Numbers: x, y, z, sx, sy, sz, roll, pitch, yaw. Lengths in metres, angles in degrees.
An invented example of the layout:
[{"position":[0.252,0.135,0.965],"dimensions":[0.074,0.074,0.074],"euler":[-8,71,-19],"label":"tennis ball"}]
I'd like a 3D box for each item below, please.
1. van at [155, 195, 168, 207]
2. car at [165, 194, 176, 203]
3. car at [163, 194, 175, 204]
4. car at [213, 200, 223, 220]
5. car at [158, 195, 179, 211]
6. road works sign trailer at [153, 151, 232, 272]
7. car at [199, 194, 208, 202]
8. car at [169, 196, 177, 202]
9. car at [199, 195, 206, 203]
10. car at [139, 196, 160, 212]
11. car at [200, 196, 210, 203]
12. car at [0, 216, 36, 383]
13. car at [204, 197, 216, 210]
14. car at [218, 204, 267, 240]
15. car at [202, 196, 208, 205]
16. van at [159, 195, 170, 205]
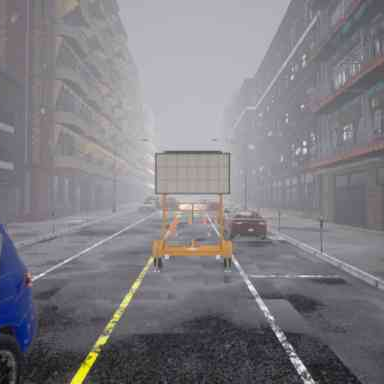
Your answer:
[{"position":[-5.120,1.456,55.861],"dimensions":[1.690,1.788,3.998],"euler":[2,0,0],"label":"van"},{"position":[-5.051,1.522,77.984],"dimensions":[2.192,1.841,5.009],"euler":[1,0,0],"label":"car"},{"position":[-5.068,1.497,72.454],"dimensions":[2.192,1.841,5.009],"euler":[1,0,0],"label":"car"},{"position":[2.653,1.553,22.763],"dimensions":[1.752,1.417,4.829],"euler":[1,0,0],"label":"car"},{"position":[-2.721,1.426,42.000],"dimensions":[2.097,1.767,4.553],"euler":[0,0,0],"label":"car"},{"position":[0.021,0.474,10.750],"dimensions":[2.380,3.560,2.880],"euler":[0,0,0],"label":"road works sign trailer"},{"position":[2.812,1.547,83.431],"dimensions":[2.192,1.841,5.009],"euler":[1,0,0],"label":"car"},{"position":[-5.023,1.826,89.045],"dimensions":[1.947,1.339,4.313],"euler":[1,0,0],"label":"car"},{"position":[2.772,1.681,61.306],"dimensions":[1.887,1.381,4.507],"euler":[1,0,0],"label":"car"},{"position":[-5.176,1.592,39.101],"dimensions":[1.752,1.417,4.829],"euler":[2,0,0],"label":"car"},{"position":[2.816,1.622,72.368],"dimensions":[1.967,1.590,4.097],"euler":[1,0,0],"label":"car"},{"position":[-2.847,1.221,1.537],"dimensions":[2.150,2.045,5.566],"euler":[0,0,0],"label":"car"},{"position":[2.703,1.611,39.183],"dimensions":[1.887,1.381,4.507],"euler":[1,0,0],"label":"car"},{"position":[2.635,1.563,17.061],"dimensions":[1.887,1.381,4.507],"euler":[1,0,0],"label":"car"},{"position":[2.720,1.632,44.715],"dimensions":[2.008,1.369,4.403],"euler":[1,0,0],"label":"car"},{"position":[-5.103,1.477,61.393],"dimensions":[1.690,1.788,3.998],"euler":[1,0,0],"label":"van"}]
